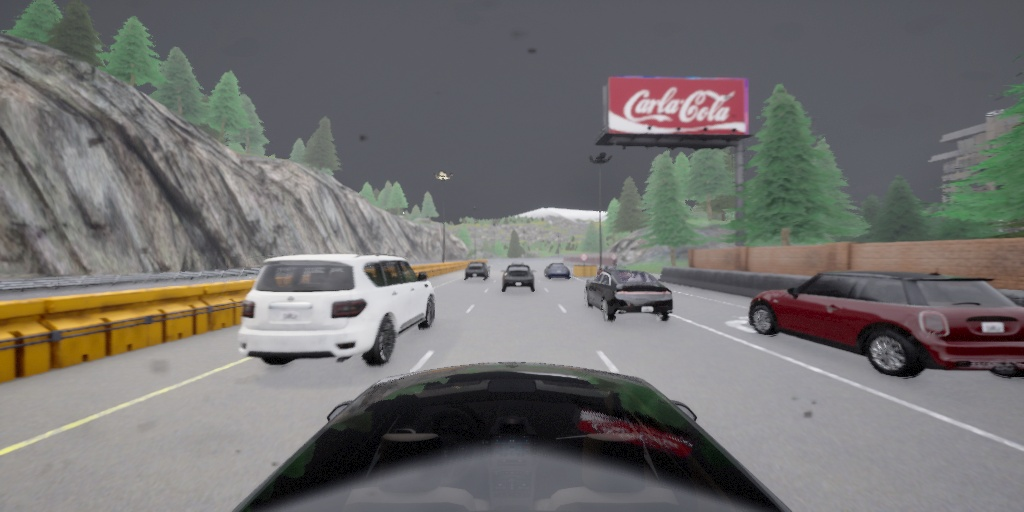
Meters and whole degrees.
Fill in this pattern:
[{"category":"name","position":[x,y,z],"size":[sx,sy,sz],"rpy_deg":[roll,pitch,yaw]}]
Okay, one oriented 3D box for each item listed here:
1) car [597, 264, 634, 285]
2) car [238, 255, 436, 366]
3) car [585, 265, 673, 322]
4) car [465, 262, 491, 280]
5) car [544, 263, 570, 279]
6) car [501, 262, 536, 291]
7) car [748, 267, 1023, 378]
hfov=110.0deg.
[{"category":"car","position":[7.634,1.329,26.921],"size":[1.895,1.301,4.718],"rpy_deg":[0,0,6]},{"category":"car","position":[-3.336,0.990,8.151],"size":[2.150,2.045,5.566],"rpy_deg":[0,0,1]},{"category":"car","position":[3.734,1.231,12.202],"size":[2.128,1.511,4.902],"rpy_deg":[0,0,1]},{"category":"car","position":[-2.965,1.282,31.358],"size":[1.837,1.490,4.892],"rpy_deg":[0,0,1]},{"category":"car","position":[4.056,1.310,32.594],"size":[1.994,1.385,4.181],"rpy_deg":[0,0,1]},{"category":"car","position":[0.390,1.263,21.980],"size":[1.837,1.490,4.892],"rpy_deg":[0,0,1]},{"category":"car","position":[7.158,1.074,7.437],"size":[2.097,1.767,4.553],"rpy_deg":[0,0,1]}]
